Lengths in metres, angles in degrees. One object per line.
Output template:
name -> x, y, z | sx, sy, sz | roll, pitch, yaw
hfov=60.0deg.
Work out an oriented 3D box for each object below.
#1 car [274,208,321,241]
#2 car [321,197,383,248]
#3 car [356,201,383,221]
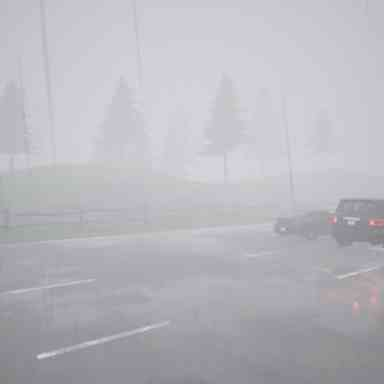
car -> 6.074, 1.550, 16.674 | 4.674, 1.442, 1.812 | 0, 0, -36
car -> 8.033, 1.243, 13.770 | 5.566, 2.045, 2.150 | 0, 0, -35
car -> 16.256, 1.541, 28.231 | 4.902, 1.511, 2.128 | 0, 0, -35
